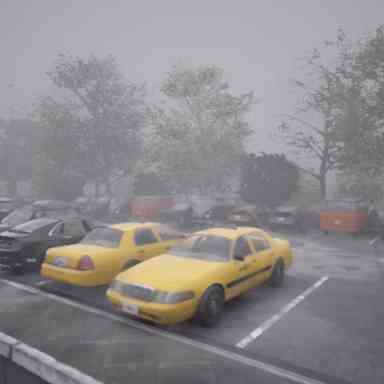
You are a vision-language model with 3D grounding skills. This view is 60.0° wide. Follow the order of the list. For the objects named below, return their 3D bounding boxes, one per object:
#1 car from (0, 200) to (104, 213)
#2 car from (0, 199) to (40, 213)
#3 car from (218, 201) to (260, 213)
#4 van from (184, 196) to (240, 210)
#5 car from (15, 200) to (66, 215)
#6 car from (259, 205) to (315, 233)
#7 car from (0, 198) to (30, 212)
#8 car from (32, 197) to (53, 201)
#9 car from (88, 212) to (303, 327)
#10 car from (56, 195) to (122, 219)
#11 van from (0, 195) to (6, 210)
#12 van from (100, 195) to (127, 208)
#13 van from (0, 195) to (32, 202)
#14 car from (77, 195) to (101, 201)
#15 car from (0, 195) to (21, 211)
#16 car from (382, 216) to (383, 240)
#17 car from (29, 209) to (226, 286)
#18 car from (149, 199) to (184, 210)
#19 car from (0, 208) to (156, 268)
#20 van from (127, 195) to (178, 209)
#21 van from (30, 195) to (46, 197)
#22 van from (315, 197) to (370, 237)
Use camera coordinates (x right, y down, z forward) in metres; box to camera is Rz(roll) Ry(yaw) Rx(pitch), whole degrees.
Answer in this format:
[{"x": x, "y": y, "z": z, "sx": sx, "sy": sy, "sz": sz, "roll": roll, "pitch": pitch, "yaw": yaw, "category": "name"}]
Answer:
[{"x": -5.930, "y": 1.369, "z": 12.416, "sx": 2.185, "sy": 1.767, "sz": 4.553, "roll": 0, "pitch": 0, "yaw": 36, "category": "car"}, {"x": -20.690, "y": 1.634, "z": 39.179, "sx": 2.002, "sy": 1.452, "sz": 4.674, "roll": 0, "pitch": 0, "yaw": 36, "category": "car"}, {"x": 4.024, "y": 1.514, "z": 21.358, "sx": 2.163, "sy": 1.488, "sz": 4.792, "roll": 0, "pitch": 0, "yaw": 36, "category": "car"}, {"x": 1.712, "y": 1.264, "z": 22.859, "sx": 1.878, "sy": 1.987, "sz": 4.442, "roll": 0, "pitch": 0, "yaw": 35, "category": "van"}, {"x": -16.298, "y": 1.613, "z": 36.011, "sx": 2.002, "sy": 1.452, "sz": 4.674, "roll": 0, "pitch": 0, "yaw": 36, "category": "car"}, {"x": 6.163, "y": 1.516, "z": 19.812, "sx": 2.163, "sy": 1.488, "sz": 4.792, "roll": 0, "pitch": 0, "yaw": 36, "category": "car"}, {"x": -22.938, "y": 1.605, "z": 40.799, "sx": 2.097, "sy": 1.535, "sz": 5.008, "roll": 0, "pitch": 0, "yaw": 36, "category": "car"}, {"x": -13.957, "y": 1.562, "z": 34.309, "sx": 2.097, "sy": 1.535, "sz": 5.008, "roll": 0, "pitch": 0, "yaw": 36, "category": "car"}, {"x": 0.589, "y": 1.495, "z": 7.438, "sx": 1.946, "sy": 1.575, "sz": 5.366, "roll": 0, "pitch": 0, "yaw": 36, "category": "car"}, {"x": -9.479, "y": 1.289, "z": 31.045, "sx": 2.435, "sy": 2.045, "sz": 5.566, "roll": 0, "pitch": 0, "yaw": 36, "category": "car"}, {"x": -27.459, "y": 1.401, "z": 44.217, "sx": 1.878, "sy": 1.987, "sz": 4.442, "roll": 0, "pitch": 0, "yaw": 36, "category": "van"}, {"x": -5.041, "y": 1.293, "z": 27.729, "sx": 1.878, "sy": 1.987, "sz": 4.442, "roll": 0, "pitch": 0, "yaw": 36, "category": "van"}, {"x": -10.379, "y": 1.288, "z": 15.737, "sx": 1.878, "sy": 1.987, "sz": 4.442, "roll": 0, "pitch": 0, "yaw": 36, "category": "van"}, {"x": -7.234, "y": 1.278, "z": 29.423, "sx": 2.435, "sy": 2.045, "sz": 5.566, "roll": 0, "pitch": 0, "yaw": 36, "category": "car"}, {"x": -25.298, "y": 1.365, "z": 42.476, "sx": 2.435, "sy": 2.045, "sz": 5.566, "roll": 0, "pitch": 0, "yaw": 36, "category": "car"}, {"x": 10.721, "y": 1.535, "z": 16.448, "sx": 2.163, "sy": 1.488, "sz": 4.792, "roll": 0, "pitch": 0, "yaw": 36, "category": "car"}, {"x": -1.344, "y": 1.488, "z": 9.292, "sx": 1.946, "sy": 1.575, "sz": 5.366, "roll": 0, "pitch": 0, "yaw": 36, "category": "car"}, {"x": -0.479, "y": 1.497, "z": 24.582, "sx": 2.097, "sy": 1.535, "sz": 5.008, "roll": 0, "pitch": 0, "yaw": 36, "category": "car"}, {"x": -3.699, "y": 1.491, "z": 10.758, "sx": 2.231, "sy": 1.521, "sz": 4.892, "roll": 0, "pitch": 0, "yaw": 36, "category": "car"}, {"x": -2.659, "y": 1.282, "z": 26.295, "sx": 1.878, "sy": 1.987, "sz": 4.442, "roll": 0, "pitch": 0, "yaw": 36, "category": "van"}, {"x": -18.478, "y": 1.358, "z": 37.727, "sx": 1.878, "sy": 1.987, "sz": 4.442, "roll": 0, "pitch": 0, "yaw": 36, "category": "van"}, {"x": 8.461, "y": 1.268, "z": 18.260, "sx": 1.878, "sy": 1.987, "sz": 4.442, "roll": 0, "pitch": 0, "yaw": 36, "category": "van"}]
